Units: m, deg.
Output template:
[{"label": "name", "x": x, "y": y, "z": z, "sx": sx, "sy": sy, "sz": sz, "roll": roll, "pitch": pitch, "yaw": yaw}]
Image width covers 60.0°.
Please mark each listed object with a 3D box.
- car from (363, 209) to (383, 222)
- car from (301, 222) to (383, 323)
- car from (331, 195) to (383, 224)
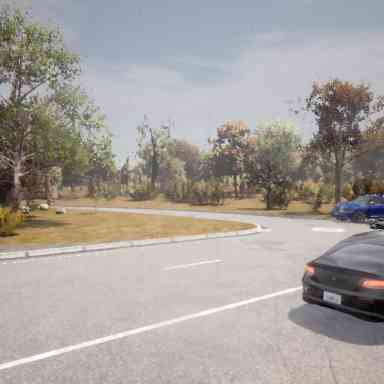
[{"label": "car", "x": 10.242, "y": 1.600, "z": 15.466, "sx": 4.718, "sy": 1.301, "sz": 1.895, "roll": 0, "pitch": 0, "yaw": -35}, {"label": "car", "x": 4.103, "y": 1.525, "z": 6.677, "sx": 4.674, "sy": 1.442, "sz": 1.812, "roll": 0, "pitch": 0, "yaw": -36}, {"label": "car", "x": 13.143, "y": 1.220, "z": 24.276, "sx": 5.566, "sy": 2.045, "sz": 2.150, "roll": 0, "pitch": 1, "yaw": -7}]
